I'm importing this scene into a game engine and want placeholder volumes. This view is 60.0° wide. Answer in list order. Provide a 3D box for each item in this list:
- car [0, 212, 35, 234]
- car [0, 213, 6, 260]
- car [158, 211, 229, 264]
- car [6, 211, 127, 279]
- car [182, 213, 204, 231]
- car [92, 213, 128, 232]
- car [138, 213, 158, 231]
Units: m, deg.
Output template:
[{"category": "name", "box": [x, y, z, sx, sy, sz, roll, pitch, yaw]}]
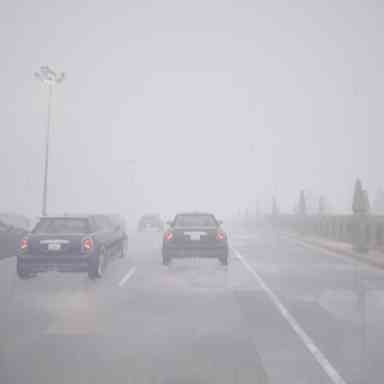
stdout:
[{"category": "car", "box": [-14.099, 2.294, 25.130, 2.128, 1.511, 4.902, 0, -5, 0]}, {"category": "car", "box": [-6.901, 1.427, 10.408, 2.097, 1.767, 4.553, 0, -1, 0]}, {"category": "car", "box": [0.099, 1.473, 12.276, 2.097, 1.767, 4.553, 0, -2, 0]}, {"category": "car", "box": [-3.401, 1.425, 10.347, 2.097, 1.767, 4.553, 0, -1, 0]}, {"category": "car", "box": [0.097, 2.730, 30.311, 1.882, 1.535, 5.008, 0, -6, 0]}, {"category": "car", "box": [-6.903, 2.585, 28.498, 1.837, 1.490, 4.892, 0, -5, 0]}, {"category": "car", "box": [-3.403, 2.585, 28.505, 1.837, 1.490, 4.892, 0, -5, 0]}]
